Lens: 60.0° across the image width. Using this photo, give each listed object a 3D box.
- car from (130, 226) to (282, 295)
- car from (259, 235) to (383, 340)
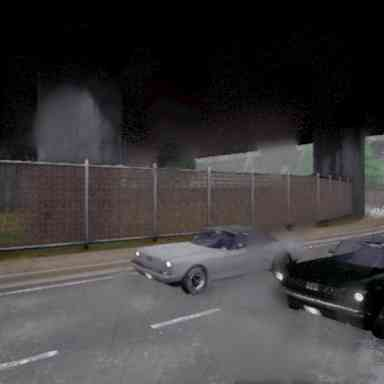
[{"bbox_3d":[0.819,1.618,8.899,4.718,1.301,1.895,0,0,-36],"label":"car"},{"bbox_3d":[3.747,1.620,6.693,4.718,1.301,1.895,0,0,-36],"label":"car"}]
